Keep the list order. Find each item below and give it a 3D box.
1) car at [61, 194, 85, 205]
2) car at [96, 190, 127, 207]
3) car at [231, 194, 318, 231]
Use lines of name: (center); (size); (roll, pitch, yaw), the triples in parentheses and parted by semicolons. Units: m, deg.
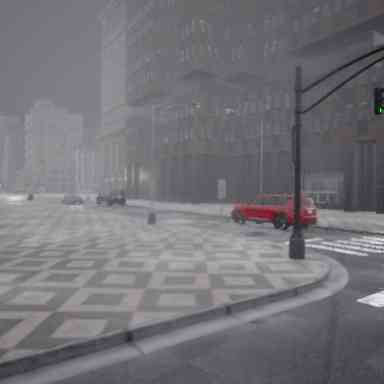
car: (-15.791, 0.972, 43.854); (2.033, 1.411, 5.357); (1, 0, -35)
car: (-10.005, 0.757, 40.989); (2.150, 2.045, 5.566); (1, 0, -36)
car: (4.848, 1.140, 20.181); (2.150, 2.045, 5.566); (1, 0, -35)
